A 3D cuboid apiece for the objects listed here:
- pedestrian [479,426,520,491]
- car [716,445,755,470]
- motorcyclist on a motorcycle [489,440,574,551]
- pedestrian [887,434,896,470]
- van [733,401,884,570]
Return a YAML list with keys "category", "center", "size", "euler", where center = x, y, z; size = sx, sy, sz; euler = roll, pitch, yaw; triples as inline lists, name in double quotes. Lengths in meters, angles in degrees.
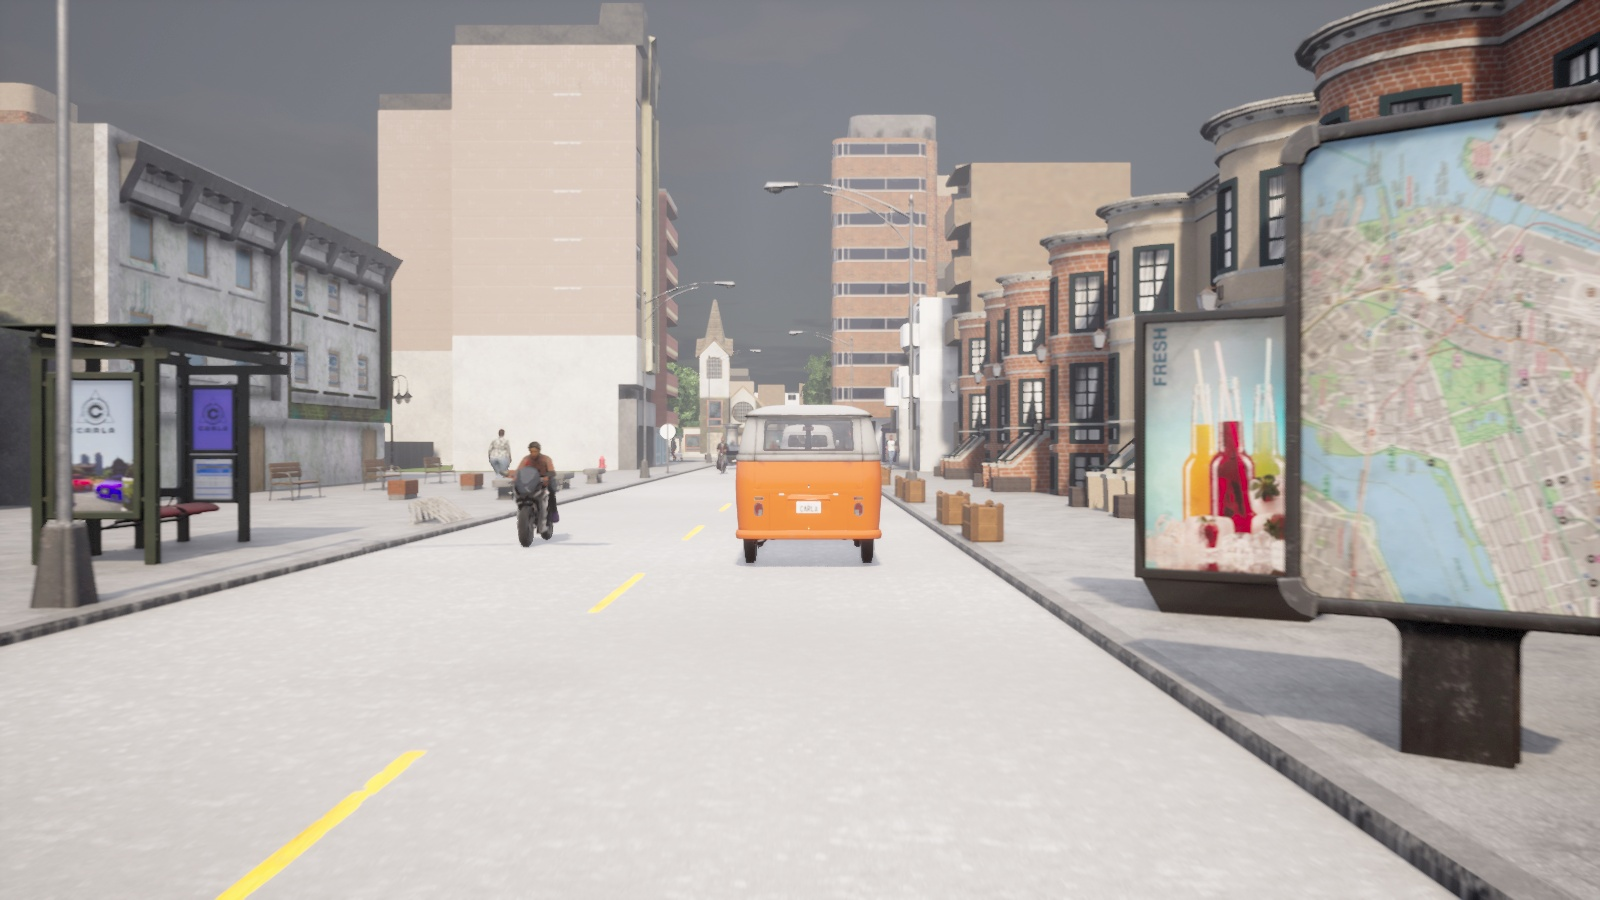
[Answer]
- category: "pedestrian"
  center: [-8.685, 0.244, 36.360]
  size: [0.874, 1.855, 0.900]
  euler: [0, 0, 10]
- category: "car"
  center: [-3.626, 0.406, 71.162]
  size: [1.994, 1.385, 4.181]
  euler: [0, 0, 0]
- category: "motorcyclist on a motorcycle"
  center: [-3.880, 0.622, 18.318]
  size: [0.797, 1.523, 2.044]
  euler: [0, 0, 0]
- category: "pedestrian"
  center: [4.674, 0.096, 64.188]
  size: [0.354, 1.836, 0.706]
  euler: [0, 0, -8]
- category: "van"
  center: [0.114, 0.404, 16.973]
  size: [1.775, 1.987, 4.442]
  euler: [0, 0, 0]
